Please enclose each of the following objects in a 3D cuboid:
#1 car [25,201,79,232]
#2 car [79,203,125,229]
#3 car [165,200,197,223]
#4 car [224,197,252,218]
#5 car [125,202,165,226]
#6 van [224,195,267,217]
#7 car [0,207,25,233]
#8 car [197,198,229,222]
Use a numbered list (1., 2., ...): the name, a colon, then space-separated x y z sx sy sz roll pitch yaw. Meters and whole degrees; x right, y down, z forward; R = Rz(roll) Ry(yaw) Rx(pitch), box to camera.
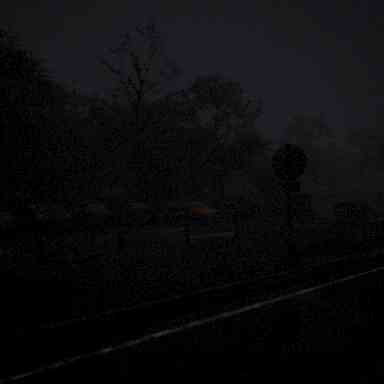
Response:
1. car: -8.866 1.365 20.434 2.185 1.767 4.553 0 0 -36
2. car: -6.593 1.481 22.029 2.097 1.535 5.008 0 0 -36
3. car: -2.094 1.493 25.278 2.163 1.488 4.792 0 0 -36
4. car: 2.421 1.476 28.509 2.163 1.488 4.792 0 0 -36
5. car: -4.330 1.473 23.635 2.231 1.521 4.892 0 0 -36
6. van: 4.761 1.213 30.004 1.878 1.987 4.442 0 0 -36
7. car: -11.103 1.540 18.792 2.002 1.452 4.674 0 0 -36
8. car: 0.287 1.452 26.718 1.946 1.575 5.366 0 0 -36
